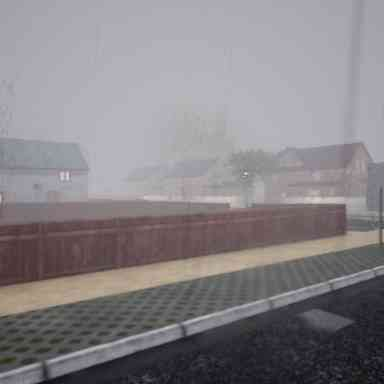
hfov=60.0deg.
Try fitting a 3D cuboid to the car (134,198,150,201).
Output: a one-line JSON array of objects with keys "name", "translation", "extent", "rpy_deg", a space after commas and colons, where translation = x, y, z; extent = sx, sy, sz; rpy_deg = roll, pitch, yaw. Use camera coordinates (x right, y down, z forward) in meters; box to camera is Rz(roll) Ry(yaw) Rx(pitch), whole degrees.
[{"name": "car", "translation": [-6.542, 1.599, 44.388], "extent": [1.837, 1.490, 4.892], "rpy_deg": [-1, 0, -37]}]
